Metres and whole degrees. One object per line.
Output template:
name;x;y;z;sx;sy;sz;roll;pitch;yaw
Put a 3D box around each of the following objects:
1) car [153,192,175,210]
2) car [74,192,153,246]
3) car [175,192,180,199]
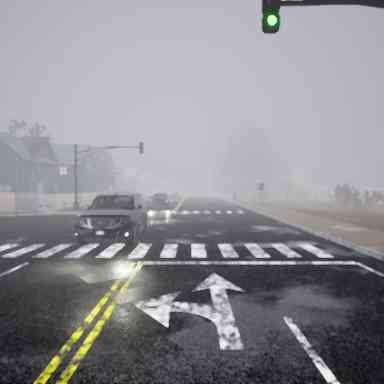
car;-3.252;0.837;34.632;2.097;1.767;4.553;0;0;0
car;-3.250;1.049;14.509;2.150;2.045;5.566;0;1;0
car;-3.254;0.667;65.736;2.033;1.411;5.357;0;1;0
